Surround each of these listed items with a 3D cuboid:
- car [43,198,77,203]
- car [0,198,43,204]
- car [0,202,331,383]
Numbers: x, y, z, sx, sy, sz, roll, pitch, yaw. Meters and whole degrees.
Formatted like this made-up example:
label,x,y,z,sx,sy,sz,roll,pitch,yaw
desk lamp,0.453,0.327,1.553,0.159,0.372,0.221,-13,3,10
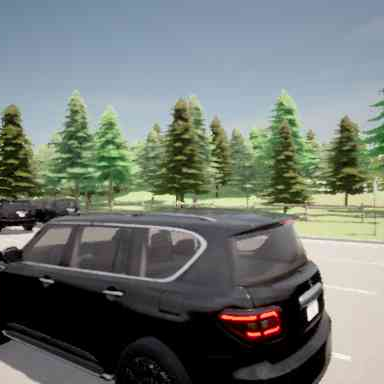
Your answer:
label,x,y,z,sx,sy,sz,roll,pitch,yaw
car,-10.410,1.463,24.192,5.566,2.045,2.150,0,0,36
car,-12.150,1.460,21.147,5.566,2.045,2.150,0,0,36
car,-1.034,1.256,4.730,5.566,2.045,2.150,-1,-1,35
